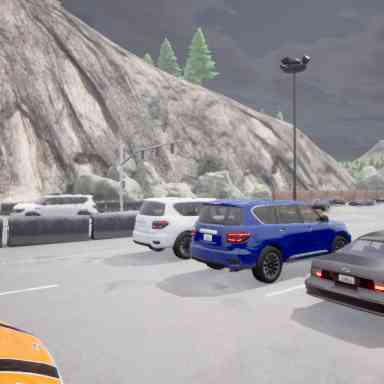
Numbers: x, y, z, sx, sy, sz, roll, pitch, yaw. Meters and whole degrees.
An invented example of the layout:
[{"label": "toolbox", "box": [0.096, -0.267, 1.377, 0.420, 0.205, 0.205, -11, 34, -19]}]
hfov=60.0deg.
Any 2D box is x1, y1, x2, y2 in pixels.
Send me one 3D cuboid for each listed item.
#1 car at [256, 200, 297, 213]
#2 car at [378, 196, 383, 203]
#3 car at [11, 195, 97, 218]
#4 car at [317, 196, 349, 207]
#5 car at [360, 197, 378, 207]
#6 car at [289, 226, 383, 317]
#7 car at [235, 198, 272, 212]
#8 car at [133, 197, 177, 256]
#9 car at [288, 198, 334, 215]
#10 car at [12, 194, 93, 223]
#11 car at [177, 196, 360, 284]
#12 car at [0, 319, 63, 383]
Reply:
[{"label": "car", "box": [9.375, 1.546, 36.794, 4.718, 1.301, 1.895, 0, 0, -36]}, {"label": "car", "box": [34.873, 1.333, 59.620, 5.357, 1.411, 2.033, 0, 0, -36]}, {"label": "car", "box": [-9.422, 1.222, 23.094, 5.566, 2.045, 2.150, 0, 0, -36]}, {"label": "car", "box": [21.043, 1.361, 49.638, 4.902, 1.511, 2.128, 0, 0, -36]}, {"label": "car", "box": [24.209, 1.427, 47.616, 4.181, 1.385, 1.994, 0, 0, -36]}, {"label": "car", "box": [4.702, 1.547, 7.191, 5.357, 1.411, 2.033, 0, 0, -36]}, {"label": "car", "box": [7.316, 1.508, 39.625, 4.181, 1.385, 1.994, 0, 0, -36]}, {"label": "car", "box": [0.484, 1.221, 12.773, 5.566, 2.045, 2.150, 0, 0, -36]}, {"label": "car", "box": [12.446, 1.432, 34.702, 4.902, 1.511, 2.128, 0, 0, -36]}, {"label": "car", "box": [-10.924, 1.222, 26.328, 5.566, 2.045, 2.150, 0, 0, -36]}, {"label": "car", "box": [2.511, 1.221, 9.897, 5.566, 2.045, 2.150, 0, 0, -38]}, {"label": "car", "box": [-2.975, 1.350, 1.618, 4.553, 1.767, 2.097, 0, 0, -36]}]
